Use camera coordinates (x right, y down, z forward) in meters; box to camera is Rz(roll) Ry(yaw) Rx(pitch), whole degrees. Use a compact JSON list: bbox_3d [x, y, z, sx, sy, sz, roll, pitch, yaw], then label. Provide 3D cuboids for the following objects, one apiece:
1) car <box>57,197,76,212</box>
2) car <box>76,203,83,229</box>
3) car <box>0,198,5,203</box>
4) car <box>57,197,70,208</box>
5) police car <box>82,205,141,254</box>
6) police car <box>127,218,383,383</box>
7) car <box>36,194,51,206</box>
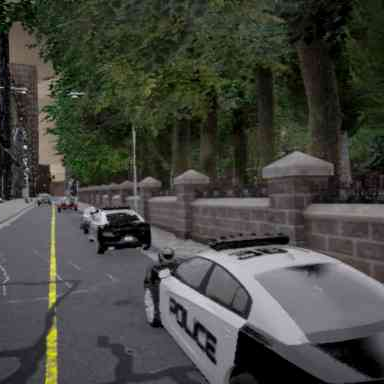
[{"bbox_3d":[-14.915,1.394,39.698,2.097,1.767,4.553,-1,0,-22],"label":"car"},{"bbox_3d":[-5.411,1.501,19.125,1.812,1.442,4.674,-1,0,-23],"label":"car"},{"bbox_3d":[-46.048,1.978,76.251,4.403,1.369,2.008,-1,-1,-22],"label":"car"},{"bbox_3d":[-20.184,1.605,52.233,1.812,1.442,4.674,-1,0,-23],"label":"car"},{"bbox_3d":[-3.147,1.390,13.686,1.930,1.638,5.238,-1,0,-23],"label":"police car"},{"bbox_3d":[0.701,1.374,4.453,1.930,1.638,5.238,-1,0,-23],"label":"police car"},{"bbox_3d":[-26.635,1.392,59.901,2.150,2.045,5.566,-1,0,-23],"label":"car"}]
